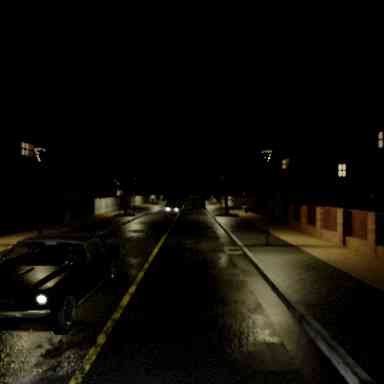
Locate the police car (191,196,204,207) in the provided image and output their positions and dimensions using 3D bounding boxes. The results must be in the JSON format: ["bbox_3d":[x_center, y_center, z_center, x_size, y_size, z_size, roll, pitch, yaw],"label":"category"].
[{"bbox_3d":[0.814,1.458,53.399,1.930,1.638,5.238,0,0,0],"label":"police car"}]

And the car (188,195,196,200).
[{"bbox_3d":[-0.018,1.591,94.707,1.994,1.385,4.181,0,0,0],"label":"car"}]

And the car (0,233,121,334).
[{"bbox_3d":[-2.852,1.593,6.840,1.895,1.301,4.718,0,0,0],"label":"car"}]

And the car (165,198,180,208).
[{"bbox_3d":[-2.838,1.585,48.799,1.994,1.385,4.181,0,0,0],"label":"car"}]

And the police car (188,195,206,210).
[{"bbox_3d":[0.816,1.435,43.396,1.930,1.638,5.238,0,0,0],"label":"police car"}]
